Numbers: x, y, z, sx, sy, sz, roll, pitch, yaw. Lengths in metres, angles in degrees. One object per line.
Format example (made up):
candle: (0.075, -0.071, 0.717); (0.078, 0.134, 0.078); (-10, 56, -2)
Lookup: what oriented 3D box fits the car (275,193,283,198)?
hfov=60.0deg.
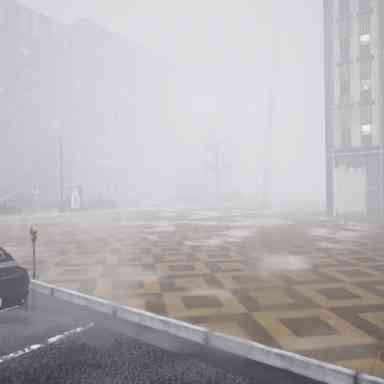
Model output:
car: (18.952, 0.939, 77.555); (2.008, 1.369, 4.403); (-1, 0, 36)

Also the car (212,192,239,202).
car: (5.990, 1.094, 59.644); (2.008, 1.369, 4.403); (-1, 0, 36)

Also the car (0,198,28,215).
car: (-16.694, 1.413, 28.298); (1.802, 1.307, 4.206); (-1, 0, 36)

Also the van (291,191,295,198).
van: (25.431, 0.655, 86.511); (1.690, 1.788, 3.998); (-1, 0, 36)

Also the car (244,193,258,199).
car: (15.405, 1.041, 86.947); (1.947, 1.339, 4.313); (-1, 0, 36)

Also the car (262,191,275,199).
car: (15.709, 0.741, 73.077); (2.192, 1.841, 5.009); (-1, 0, 36)

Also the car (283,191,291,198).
car: (22.193, 0.932, 82.033); (1.802, 1.307, 4.206); (-1, 0, 36)

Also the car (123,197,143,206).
car: (-9.383, 1.362, 48.278); (1.895, 1.301, 4.718); (-1, 0, 36)

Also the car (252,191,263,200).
car: (12.471, 1.047, 68.599); (1.802, 1.307, 4.206); (-1, 0, 36)

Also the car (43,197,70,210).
car: (-15.091, 1.360, 40.395); (1.812, 1.442, 4.674); (-1, 0, 36)

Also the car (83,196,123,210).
car: (-10.214, 1.186, 37.254); (1.967, 1.590, 4.097); (-1, 0, 36)

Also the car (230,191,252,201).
car: (9.230, 1.048, 64.122); (1.887, 1.381, 4.507); (-1, 0, 36)

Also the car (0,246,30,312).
car: (-4.926, 1.553, 6.558); (4.403, 1.369, 2.008); (0, -1, 35)

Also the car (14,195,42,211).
car: (-20.244, 1.228, 37.690); (2.192, 1.841, 5.009); (-1, 0, 36)

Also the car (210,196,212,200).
car: (5.682, 1.029, 73.513); (1.967, 1.590, 4.097); (-1, 0, 36)

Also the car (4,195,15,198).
car: (-20.654, 1.385, 32.699); (1.882, 1.535, 5.008); (-1, 0, 37)

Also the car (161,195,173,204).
car: (-3.213, 1.175, 56.718); (2.128, 1.511, 4.902); (-1, 0, 37)

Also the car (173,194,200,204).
car: (-0.493, 1.062, 50.688); (1.967, 1.590, 4.097); (-1, 0, 36)
